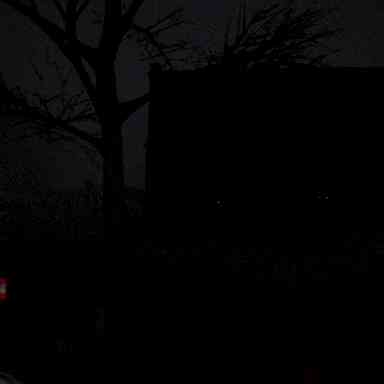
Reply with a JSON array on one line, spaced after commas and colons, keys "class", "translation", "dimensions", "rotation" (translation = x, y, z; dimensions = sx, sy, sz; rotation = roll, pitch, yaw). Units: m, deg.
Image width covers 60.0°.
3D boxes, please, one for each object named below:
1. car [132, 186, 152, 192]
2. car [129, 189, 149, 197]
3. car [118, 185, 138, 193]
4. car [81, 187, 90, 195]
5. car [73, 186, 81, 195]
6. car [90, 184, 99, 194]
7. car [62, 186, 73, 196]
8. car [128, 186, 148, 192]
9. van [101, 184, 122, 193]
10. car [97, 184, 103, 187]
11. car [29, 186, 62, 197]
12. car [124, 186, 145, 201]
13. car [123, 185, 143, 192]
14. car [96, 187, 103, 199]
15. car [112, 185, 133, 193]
[{"class": "car", "translation": [-13.967, -0.865, 92.972], "dimensions": [4.892, 1.521, 2.231], "rotation": [2, 2, 17]}, {"class": "car", "translation": [-9.984, 0.141, 62.801], "dimensions": [1.837, 1.490, 4.892], "rotation": [2, 2, 17]}, {"class": "car", "translation": [-16.376, -0.825, 85.057], "dimensions": [4.553, 1.767, 2.185], "rotation": [2, 2, 17]}, {"class": "car", "translation": [-22.653, -0.348, 63.912], "dimensions": [4.553, 1.767, 2.185], "rotation": [2, 2, 17]}, {"class": "car", "translation": [-23.477, -0.129, 61.284], "dimensions": [4.674, 1.452, 2.002], "rotation": [2, 2, 17]}, {"class": "car", "translation": [-21.899, -0.279, 66.572], "dimensions": [4.892, 1.521, 2.231], "rotation": [2, 2, 17]}, {"class": "car", "translation": [-24.275, -0.116, 58.646], "dimensions": [5.008, 1.535, 2.097], "rotation": [2, 2, 17]}, {"class": "car", "translation": [-14.759, -0.810, 90.331], "dimensions": [4.892, 1.521, 2.231], "rotation": [2, 2, 17]}, {"class": "van", "translation": [-18.608, -0.743, 77.091], "dimensions": [4.442, 1.987, 1.878], "rotation": [2, 2, 17]}, {"class": "car", "translation": [-20.330, -0.652, 71.851], "dimensions": [5.566, 2.045, 2.435], "rotation": [2, 2, 17]}, {"class": "car", "translation": [-25.030, -0.191, 55.987], "dimensions": [4.553, 1.767, 2.185], "rotation": [2, 2, 17]}, {"class": "car", "translation": [-9.970, 0.144, 52.390], "dimensions": [2.150, 2.045, 5.566], "rotation": [2, 1, 17]}, {"class": "car", "translation": [-15.524, -0.880, 87.681], "dimensions": [4.553, 1.767, 2.185], "rotation": [2, 2, 17]}, {"class": "car", "translation": [-12.835, 0.356, 53.277], "dimensions": [1.812, 1.442, 4.674], "rotation": [2, 1, 17]}, {"class": "car", "translation": [-17.168, -0.767, 82.417], "dimensions": [4.553, 1.767, 2.185], "rotation": [2, 2, 17]}]
